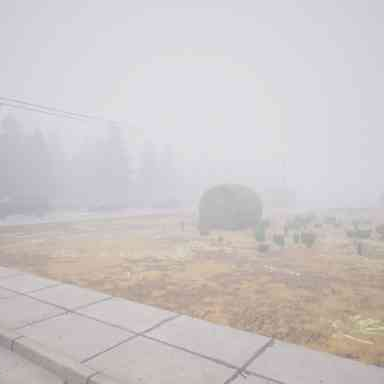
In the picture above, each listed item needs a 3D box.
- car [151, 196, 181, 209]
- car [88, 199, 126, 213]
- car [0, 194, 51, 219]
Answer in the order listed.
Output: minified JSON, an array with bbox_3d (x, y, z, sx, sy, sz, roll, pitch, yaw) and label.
[{"bbox_3d":[-3.586,1.379,45.829,2.097,1.767,4.553,0,0,37],"label":"car"},{"bbox_3d":[-9.552,1.552,37.751,1.812,1.442,4.674,0,0,37],"label":"car"},{"bbox_3d":[-15.500,1.248,29.703,2.150,2.045,5.566,0,0,36],"label":"car"}]
